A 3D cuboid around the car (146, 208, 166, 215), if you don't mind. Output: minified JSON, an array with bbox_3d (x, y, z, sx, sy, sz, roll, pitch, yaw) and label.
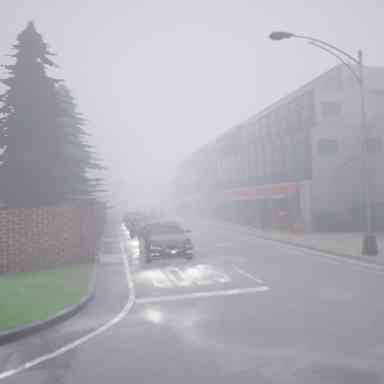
[{"bbox_3d":[-4.689,2.970,44.572,2.128,1.511,4.902,-2,-2,-13],"label":"car"}]

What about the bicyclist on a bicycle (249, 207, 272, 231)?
[{"bbox_3d":[4.569,1.818,22.291,1.656,1.620,0.582,-2,-2,-13],"label":"bicyclist on a bicycle"}]

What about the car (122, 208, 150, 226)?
[{"bbox_3d":[-5.586,2.685,32.667,1.837,1.490,4.892,-2,-2,-13],"label":"car"}]

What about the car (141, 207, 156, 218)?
[{"bbox_3d":[-7.136,3.326,54.625,1.882,1.535,5.008,-2,-2,-13],"label":"car"}]

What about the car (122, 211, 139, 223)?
[{"bbox_3d":[-7.902,3.141,42.522,1.895,1.301,4.718,-2,-2,-13],"label":"car"}]

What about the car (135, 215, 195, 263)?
[{"bbox_3d":[-1.240,2.017,14.438,1.837,1.490,4.892,-2,-2,-14],"label":"car"}]

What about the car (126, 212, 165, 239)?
[{"bbox_3d":[-3.365,2.404,23.373,1.994,1.385,4.181,-2,-2,-13],"label":"car"}]
